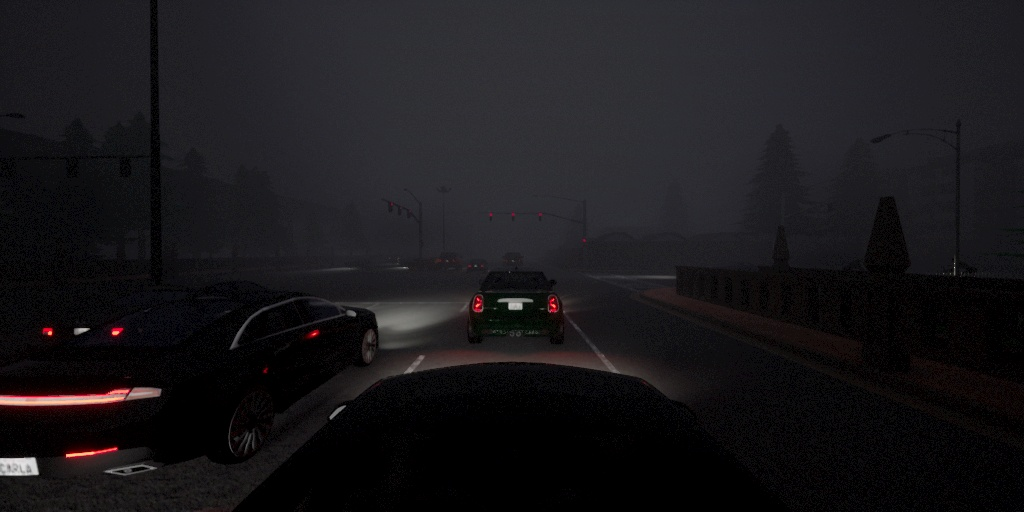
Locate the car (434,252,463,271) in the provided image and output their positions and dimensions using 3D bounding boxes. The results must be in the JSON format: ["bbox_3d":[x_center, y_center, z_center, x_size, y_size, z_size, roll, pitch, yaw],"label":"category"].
[{"bbox_3d":[-6.913,0.596,40.702,2.150,2.045,5.566,0,1,0],"label":"car"}]

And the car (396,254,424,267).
[{"bbox_3d":[-14.088,0.845,49.848,1.994,1.385,4.181,0,1,0],"label":"car"}]

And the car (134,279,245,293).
[{"bbox_3d":[-6.921,1.247,8.294,2.033,1.411,5.357,0,1,0],"label":"car"}]

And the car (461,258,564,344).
[{"bbox_3d":[0.142,1.043,9.570,2.097,1.767,4.553,0,1,2],"label":"car"}]

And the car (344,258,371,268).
[{"bbox_3d":[-21.089,0.889,49.130,1.895,1.301,4.718,0,1,0],"label":"car"}]

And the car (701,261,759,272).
[{"bbox_3d":[18.066,1.092,29.328,4.718,1.301,1.895,0,1,2],"label":"car"}]

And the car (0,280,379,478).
[{"bbox_3d":[-3.437,1.222,4.908,2.128,1.511,4.902,0,1,0],"label":"car"}]

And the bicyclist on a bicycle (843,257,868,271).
[{"bbox_3d":[17.868,0.901,18.629,0.582,1.620,1.656,0,1,-14],"label":"bicyclist on a bicycle"}]

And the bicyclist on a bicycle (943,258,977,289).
[{"bbox_3d":[22.202,0.910,17.778,0.582,1.620,1.656,0,0,-35],"label":"bicyclist on a bicycle"}]

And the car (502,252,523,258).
[{"bbox_3d":[0.099,0.596,40.669,2.150,2.045,5.566,0,1,0],"label":"car"}]

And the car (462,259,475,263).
[{"bbox_3d":[-3.401,0.969,36.148,2.033,1.411,5.357,0,1,0],"label":"car"}]
